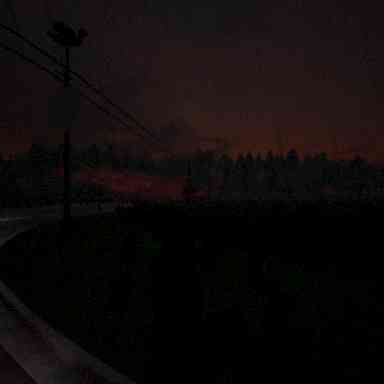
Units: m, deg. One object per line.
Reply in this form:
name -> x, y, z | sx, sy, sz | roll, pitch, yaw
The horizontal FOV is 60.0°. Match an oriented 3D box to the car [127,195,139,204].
car -> -11.163, 1.761, 68.003 | 1.895, 1.301, 4.718 | 0, 0, 7

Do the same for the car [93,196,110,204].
car -> -18.107, 1.723, 68.886 | 1.994, 1.385, 4.181 | 0, 0, 7

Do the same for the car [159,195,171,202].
car -> -6.303, 1.525, 78.115 | 2.097, 1.767, 4.553 | 0, 0, 7

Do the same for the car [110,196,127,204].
car -> -14.623, 1.508, 68.538 | 2.097, 1.767, 4.553 | 0, 0, 7

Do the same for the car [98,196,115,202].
car -> -20.273, 1.576, 79.261 | 2.033, 1.411, 5.357 | 0, 0, 7

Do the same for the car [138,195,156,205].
car -> -8.185, 1.670, 63.037 | 1.812, 1.442, 4.674 | 0, -1, 8

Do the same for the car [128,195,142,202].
car -> -13.333, 1.518, 78.348 | 1.837, 1.490, 4.892 | 0, 0, 7

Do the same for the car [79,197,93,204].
car -> -21.632, 1.703, 68.930 | 2.128, 1.511, 4.902 | 0, 0, 7

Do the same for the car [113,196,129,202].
car -> -16.803, 1.567, 78.804 | 2.033, 1.411, 5.357 | 0, 0, 7

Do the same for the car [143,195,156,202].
car -> -9.863, 1.510, 77.891 | 1.837, 1.490, 4.892 | 0, 0, 7
